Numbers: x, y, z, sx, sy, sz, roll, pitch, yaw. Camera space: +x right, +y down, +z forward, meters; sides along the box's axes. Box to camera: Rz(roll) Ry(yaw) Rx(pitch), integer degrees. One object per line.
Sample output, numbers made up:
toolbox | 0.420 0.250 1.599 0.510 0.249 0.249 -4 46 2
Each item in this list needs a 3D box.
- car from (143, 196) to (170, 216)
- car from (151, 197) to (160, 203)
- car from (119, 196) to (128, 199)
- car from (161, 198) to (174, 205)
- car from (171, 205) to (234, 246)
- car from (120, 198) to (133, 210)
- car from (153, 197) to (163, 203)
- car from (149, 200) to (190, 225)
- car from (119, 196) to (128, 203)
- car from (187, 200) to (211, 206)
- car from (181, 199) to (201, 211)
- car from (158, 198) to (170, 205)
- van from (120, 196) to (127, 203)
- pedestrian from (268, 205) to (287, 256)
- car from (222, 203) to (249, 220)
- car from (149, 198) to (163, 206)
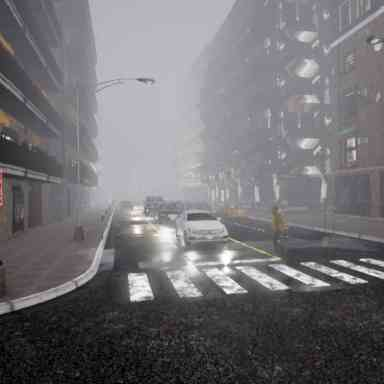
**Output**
car | -4.113 1.438 36.180 2.150 2.045 5.566 -1 0 -12
car | -9.877 2.156 89.544 1.802 1.307 4.206 -1 0 -12
car | -14.438 1.851 71.181 2.192 1.841 5.009 -1 0 -12
car | -5.033 1.940 67.421 2.008 1.369 4.403 -1 0 -12
car | 0.303 1.601 15.979 1.812 1.442 4.674 -1 0 -11
car | -9.590 1.938 49.053 1.802 1.307 4.206 -1 0 -12
car | -8.668 1.966 84.013 1.967 1.590 4.097 -1 0 -12
car | -1.869 1.632 25.899 2.128 1.511 4.902 -1 0 -12
car | -19.282 2.045 93.302 2.192 1.841 5.009 -1 0 -12
car | 1.021 1.710 39.765 1.887 1.381 4.507 -1 0 -12
car | -0.189 1.754 45.295 1.887 1.381 4.507 -1 0 -12
car | -6.244 1.985 72.952 2.008 1.369 4.403 -1 0 -12
van | -18.070 2.017 87.774 1.690 1.788 3.998 -1 0 -12
pedestrian | 3.007 1.319 11.743 0.375 1.860 0.375 -1 0 -12
car | 3.407 1.608 28.871 1.752 1.417 4.829 -1 0 -12
car | -7.030 1.892 64.428 2.128 1.511 4.902 -1 0 -12
